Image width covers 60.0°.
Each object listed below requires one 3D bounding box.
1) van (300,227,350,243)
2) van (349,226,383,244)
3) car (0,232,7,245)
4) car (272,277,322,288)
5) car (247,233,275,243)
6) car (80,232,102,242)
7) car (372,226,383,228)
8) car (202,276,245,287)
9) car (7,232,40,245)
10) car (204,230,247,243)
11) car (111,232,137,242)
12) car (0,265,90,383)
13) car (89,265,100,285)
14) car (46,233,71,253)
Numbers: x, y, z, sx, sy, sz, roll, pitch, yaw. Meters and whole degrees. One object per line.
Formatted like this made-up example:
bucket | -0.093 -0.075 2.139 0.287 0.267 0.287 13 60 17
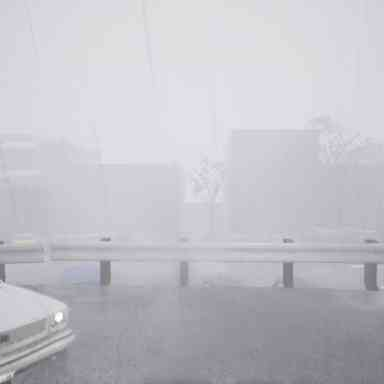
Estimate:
van | 11.508 4.238 29.767 1.878 1.987 4.442 0 0 -18
van | 14.466 4.237 29.683 1.878 1.987 4.442 0 0 -18
car | -18.037 4.459 30.489 2.097 1.535 5.008 0 0 -18
car | 4.665 4.538 12.934 2.185 1.767 4.553 0 1 -18
car | 5.639 4.464 29.823 2.231 1.521 4.892 0 0 -19
car | -9.222 4.458 30.413 1.946 1.575 5.366 0 0 -18
car | 17.478 4.211 29.466 2.435 2.045 5.566 0 0 -18
car | 1.636 4.538 13.011 2.185 1.767 4.553 0 2 -18
car | -15.137 4.457 30.581 1.946 1.575 5.366 0 0 -18
car | 2.667 4.337 29.937 2.185 1.767 4.553 0 0 -18
car | -6.182 4.491 30.133 2.163 1.488 4.792 0 0 -18
car | -3.762 1.605 4.628 4.718 1.301 1.895 0 0 35
car | -4.389 4.413 13.122 2.435 2.045 5.566 0 1 -18
car | -12.109 4.460 30.324 2.097 1.535 5.008 0 0 -18
